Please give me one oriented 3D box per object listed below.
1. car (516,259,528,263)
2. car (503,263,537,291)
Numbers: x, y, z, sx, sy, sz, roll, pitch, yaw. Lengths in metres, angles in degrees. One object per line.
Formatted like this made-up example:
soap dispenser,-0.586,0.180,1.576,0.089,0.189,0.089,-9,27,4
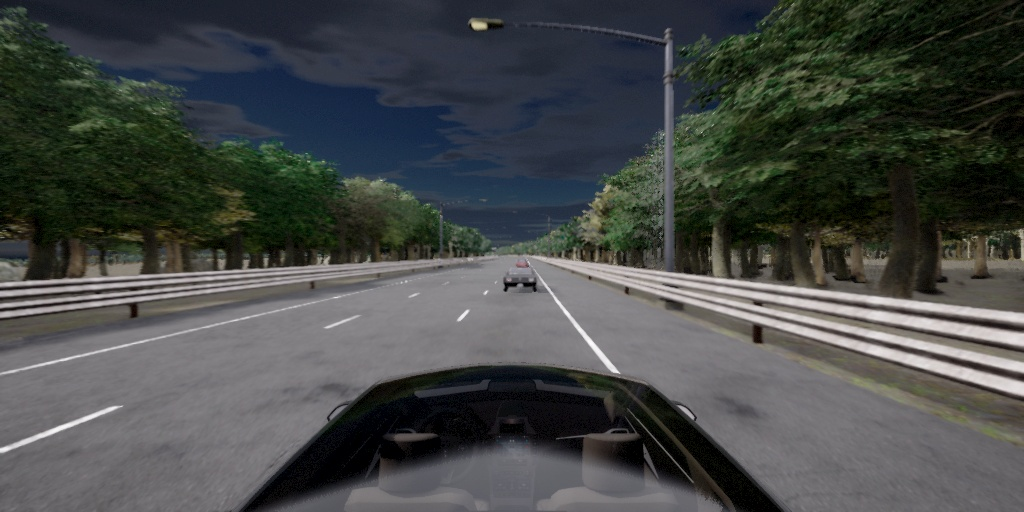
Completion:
car,1.560,1.154,56.423,1.994,1.385,4.181,0,0,2
car,0.502,1.309,21.550,1.895,1.301,4.718,0,0,2
